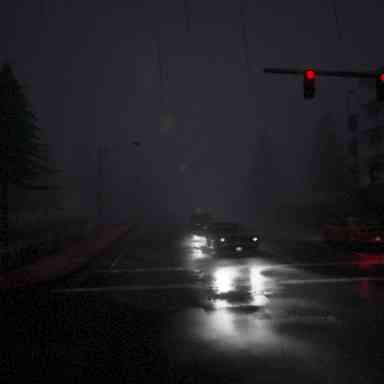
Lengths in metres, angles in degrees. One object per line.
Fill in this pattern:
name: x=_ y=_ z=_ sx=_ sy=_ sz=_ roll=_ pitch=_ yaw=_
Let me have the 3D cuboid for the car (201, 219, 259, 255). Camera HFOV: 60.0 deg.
car: x=1.843 y=2.221 z=16.502 sx=1.895 sy=1.301 sz=4.718 roll=-1 pitch=-2 yaw=-5

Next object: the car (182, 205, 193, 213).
car: x=-1.330 y=4.624 z=90.085 sx=2.150 sy=2.045 sz=5.566 roll=0 pitch=-2 yaw=-13

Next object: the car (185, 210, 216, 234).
car: x=0.851 y=2.547 z=27.538 sx=2.128 sy=1.511 sz=4.902 roll=-1 pitch=-2 yaw=-5

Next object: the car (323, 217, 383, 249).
car: x=8.550 y=2.068 z=17.534 sx=1.882 sy=1.535 sz=5.008 roll=-1 pitch=-2 yaw=3
